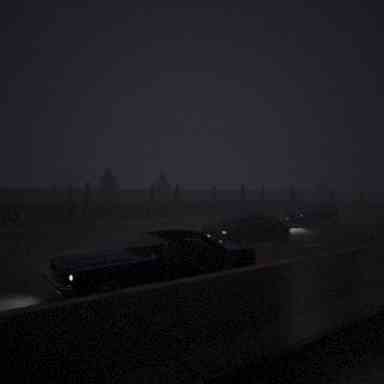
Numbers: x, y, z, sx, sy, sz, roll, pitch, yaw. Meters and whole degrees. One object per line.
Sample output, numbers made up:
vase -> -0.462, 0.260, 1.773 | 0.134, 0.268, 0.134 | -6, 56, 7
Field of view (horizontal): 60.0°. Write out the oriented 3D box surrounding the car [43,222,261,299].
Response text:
car -> -0.805, 1.596, 7.718 | 4.718, 1.301, 1.895 | 0, 0, -36

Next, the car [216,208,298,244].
car -> 2.270, 1.551, 14.212 | 4.181, 1.385, 1.994 | 0, 0, -35

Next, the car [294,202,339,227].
car -> 8.068, 1.479, 22.647 | 4.892, 1.490, 1.837 | 0, 0, -35
